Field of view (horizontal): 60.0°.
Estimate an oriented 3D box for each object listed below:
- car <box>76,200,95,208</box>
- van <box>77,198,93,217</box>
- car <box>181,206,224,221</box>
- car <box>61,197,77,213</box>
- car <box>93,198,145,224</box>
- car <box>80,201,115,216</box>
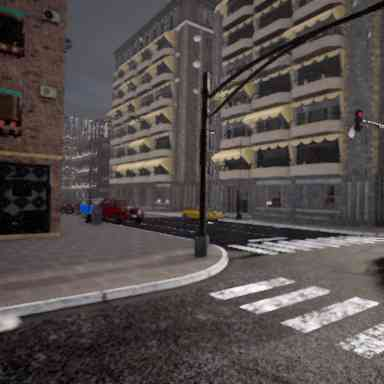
[{"bbox_3d":[-18.426,2.041,57.339,1.802,1.307,4.206,2,-1,-35],"label":"car"},{"bbox_3d":[-8.704,1.453,30.051,1.690,1.788,3.998,2,-1,-35],"label":"van"},{"bbox_3d":[0.843,1.860,30.201,1.752,1.417,4.829,2,-1,-35],"label":"car"},{"bbox_3d":[-15.159,1.467,39.144,2.192,1.841,5.009,2,-1,-35],"label":"car"},{"bbox_3d":[-5.475,1.408,25.505,2.192,1.841,5.009,2,-1,-35],"label":"car"},{"bbox_3d":[-10.579,1.758,36.952,2.033,1.411,5.357,2,-1,-35],"label":"car"}]
